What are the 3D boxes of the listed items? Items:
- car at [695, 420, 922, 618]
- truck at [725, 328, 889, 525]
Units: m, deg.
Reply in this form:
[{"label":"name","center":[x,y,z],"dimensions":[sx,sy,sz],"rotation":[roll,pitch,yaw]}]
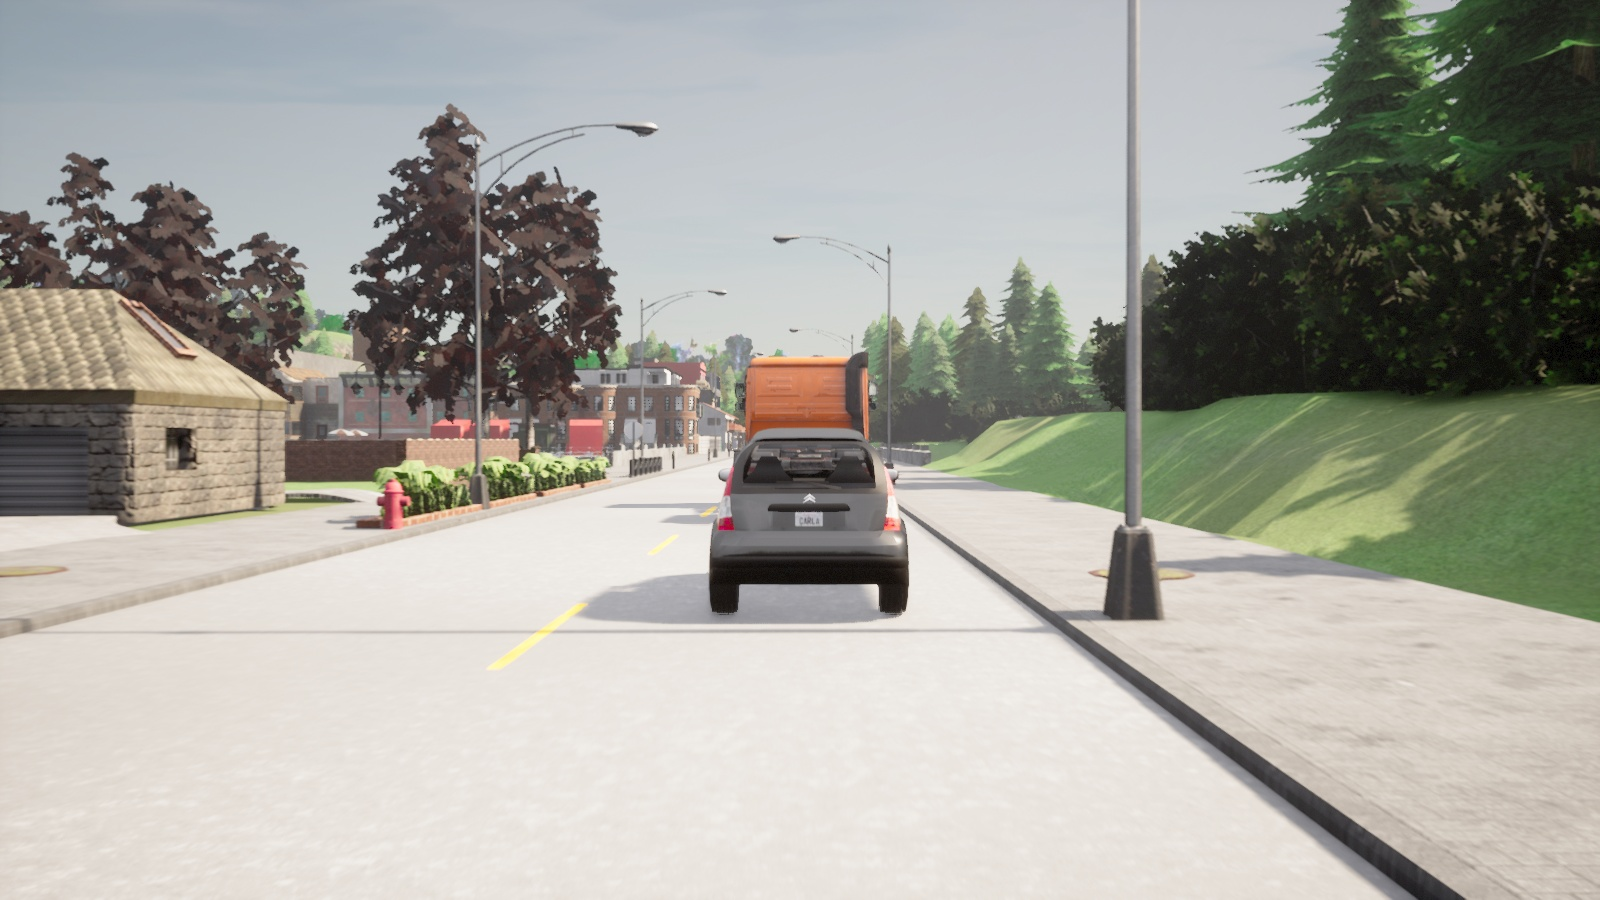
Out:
[{"label":"car","center":[0.080,0.546,12.244],"dimensions":[1.851,1.617,3.988],"rotation":[0,0,0]},{"label":"truck","center":[0.146,-0.446,26.086],"dimensions":[2.891,3.462,7.936],"rotation":[0,0,0]}]
